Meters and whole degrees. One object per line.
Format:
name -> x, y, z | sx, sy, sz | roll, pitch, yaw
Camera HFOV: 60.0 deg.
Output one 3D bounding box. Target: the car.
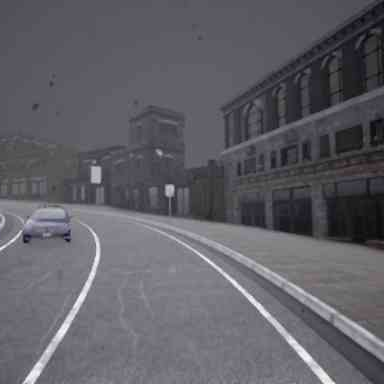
car -> -6.513, 1.403, 15.327 | 1.812, 1.442, 4.674 | 1, 0, -20
